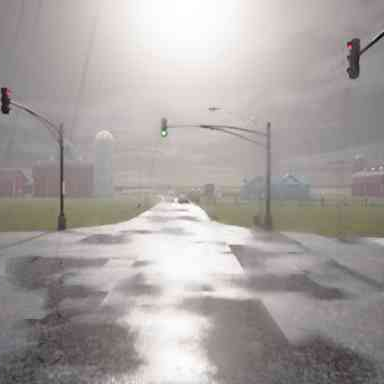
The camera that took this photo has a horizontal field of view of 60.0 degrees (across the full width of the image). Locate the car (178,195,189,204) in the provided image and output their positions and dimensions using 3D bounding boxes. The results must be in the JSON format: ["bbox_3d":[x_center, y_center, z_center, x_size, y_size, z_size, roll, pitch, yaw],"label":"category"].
[{"bbox_3d":[-1.553,1.548,62.534,1.895,1.301,4.718,0,0,-3],"label":"car"}]

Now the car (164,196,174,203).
[{"bbox_3d":[-4.530,1.519,66.544,1.812,1.442,4.674,0,0,-3],"label":"car"}]

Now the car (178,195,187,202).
[{"bbox_3d":[-2.139,1.362,72.520,1.837,1.490,4.892,0,0,-4],"label":"car"}]
